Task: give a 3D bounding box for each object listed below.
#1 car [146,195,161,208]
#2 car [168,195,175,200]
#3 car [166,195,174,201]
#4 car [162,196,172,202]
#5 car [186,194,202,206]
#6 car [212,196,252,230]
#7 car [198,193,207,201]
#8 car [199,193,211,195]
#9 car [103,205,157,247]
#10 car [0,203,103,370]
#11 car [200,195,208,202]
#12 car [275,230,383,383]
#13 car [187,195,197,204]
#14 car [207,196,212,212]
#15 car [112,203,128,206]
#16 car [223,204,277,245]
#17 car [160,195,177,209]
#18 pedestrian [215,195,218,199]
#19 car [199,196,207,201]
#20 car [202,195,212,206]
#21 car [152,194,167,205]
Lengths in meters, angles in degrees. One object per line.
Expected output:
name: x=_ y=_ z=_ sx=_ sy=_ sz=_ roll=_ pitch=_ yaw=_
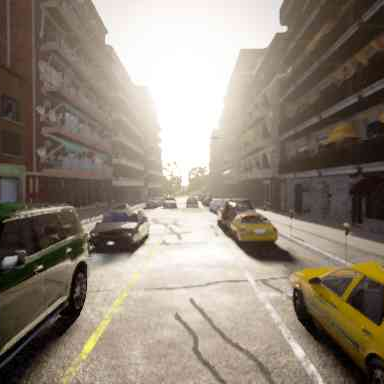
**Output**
car: x=-5.684 y=1.539 z=48.430 sx=2.008 sy=1.369 sz=4.403 roll=-1 pitch=0 yaw=0
car: x=-5.667 y=1.502 z=92.453 sx=1.752 sy=1.417 sz=4.829 roll=-1 pitch=0 yaw=0
car: x=-5.668 y=1.523 z=87.098 sx=1.887 sy=1.381 sz=4.507 roll=-1 pitch=0 yaw=0
car: x=-5.673 y=1.532 z=76.049 sx=2.008 sy=1.369 sz=4.403 roll=-1 pitch=0 yaw=0
car: x=0.028 y=1.480 z=52.816 sx=2.128 sy=1.511 sz=4.902 roll=0 pitch=0 yaw=0
car: x=2.685 y=1.310 z=20.853 sx=2.192 sy=1.841 sz=5.009 roll=-1 pitch=0 yaw=0
car: x=2.707 y=1.294 z=87.143 sx=2.192 sy=1.841 sz=5.009 roll=-1 pitch=0 yaw=0
car: x=2.696 y=1.301 z=59.522 sx=2.192 sy=1.841 sz=5.009 roll=-1 pitch=0 yaw=0
car: x=-3.049 y=1.543 z=15.205 sx=2.033 sy=1.411 sz=5.357 roll=0 pitch=0 yaw=0
car: x=-3.096 y=1.220 z=4.548 sx=2.150 sy=2.045 sz=5.566 roll=0 pitch=0 yaw=0
car: x=2.707 y=1.507 z=76.265 sx=1.752 sy=1.417 sz=4.829 roll=-1 pitch=0 yaw=0
car: x=2.645 y=1.525 z=4.450 sx=1.752 sy=1.417 sz=4.829 roll=-1 pitch=0 yaw=0
car: x=0.026 y=1.462 z=64.222 sx=1.882 sy=1.535 sz=5.008 roll=0 pitch=0 yaw=0
car: x=3.016 y=1.517 z=38.710 sx=1.812 sy=1.442 sz=4.674 roll=0 pitch=0 yaw=0
car: x=-5.692 y=1.575 z=26.333 sx=1.802 sy=1.307 sz=4.206 roll=-1 pitch=0 yaw=0
car: x=2.692 y=1.522 z=15.499 sx=1.752 sy=1.417 sz=4.829 roll=-1 pitch=0 yaw=0
car: x=-3.060 y=1.514 z=46.505 sx=1.812 sy=1.442 sz=4.674 roll=0 pitch=0 yaw=0
pedestrian: x=3.018 y=1.284 z=41.531 sx=0.375 sy=1.860 sz=0.375 roll=-1 pitch=1 yaw=0
car: x=2.710 y=1.562 z=81.619 sx=1.802 sy=1.307 sz=4.206 roll=-1 pitch=0 yaw=0
car: x=2.698 y=1.553 z=53.998 sx=1.947 sy=1.339 sz=4.313 roll=-1 pitch=0 yaw=0
car: x=-5.684 y=1.300 z=59.477 sx=2.192 sy=1.841 sz=5.009 roll=-1 pitch=0 yaw=0
